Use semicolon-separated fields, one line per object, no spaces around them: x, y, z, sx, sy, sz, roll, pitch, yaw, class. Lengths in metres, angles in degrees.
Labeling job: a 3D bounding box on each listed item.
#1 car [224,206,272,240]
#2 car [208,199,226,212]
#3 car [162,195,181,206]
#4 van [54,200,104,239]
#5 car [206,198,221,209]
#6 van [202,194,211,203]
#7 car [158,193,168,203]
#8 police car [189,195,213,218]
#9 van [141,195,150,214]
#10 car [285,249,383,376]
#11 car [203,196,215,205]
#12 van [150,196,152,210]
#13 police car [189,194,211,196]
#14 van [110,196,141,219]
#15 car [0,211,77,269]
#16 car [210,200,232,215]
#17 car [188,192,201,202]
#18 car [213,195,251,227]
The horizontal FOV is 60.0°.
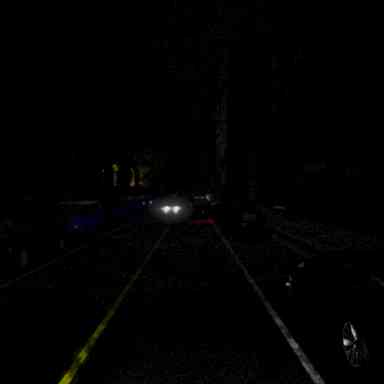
2.857;1.571;16.734;1.802;1.307;4.206;0;0;0;car
2.861;1.539;39.376;1.802;1.307;4.206;0;0;0;car
-3.066;1.534;51.322;1.895;1.301;4.718;0;0;0;car
-5.669;1.330;16.718;1.690;1.788;3.998;0;0;0;van
2.862;1.529;45.037;1.802;1.307;4.206;0;0;0;car
2.866;1.235;67.678;1.690;1.788;3.998;0;0;0;van
-5.659;1.208;67.639;2.192;1.841;5.009;0;0;0;car
0.904;1.399;29.459;1.930;1.638;5.238;0;0;0;police car
-5.666;1.308;33.691;1.690;1.788;3.998;0;0;0;van
2.855;1.564;5.412;1.947;1.339;4.313;0;0;0;car
2.864;1.467;56.357;1.887;1.381;4.507;0;0;0;car
-5.664;1.298;39.349;1.690;1.788;3.998;0;0;0;van
0.906;1.382;39.458;1.930;1.638;5.238;0;0;0;police car
-5.666;1.316;28.034;1.690;1.788;3.998;0;0;0;van
-5.669;1.538;11.060;1.887;1.381;4.507;0;0;0;car
2.860;1.512;33.716;1.887;1.381;4.507;0;0;0;car
0.906;1.297;45.318;2.097;1.767;4.553;0;0;0;car
2.857;1.298;22.394;2.192;1.841;5.009;0;0;0;car
